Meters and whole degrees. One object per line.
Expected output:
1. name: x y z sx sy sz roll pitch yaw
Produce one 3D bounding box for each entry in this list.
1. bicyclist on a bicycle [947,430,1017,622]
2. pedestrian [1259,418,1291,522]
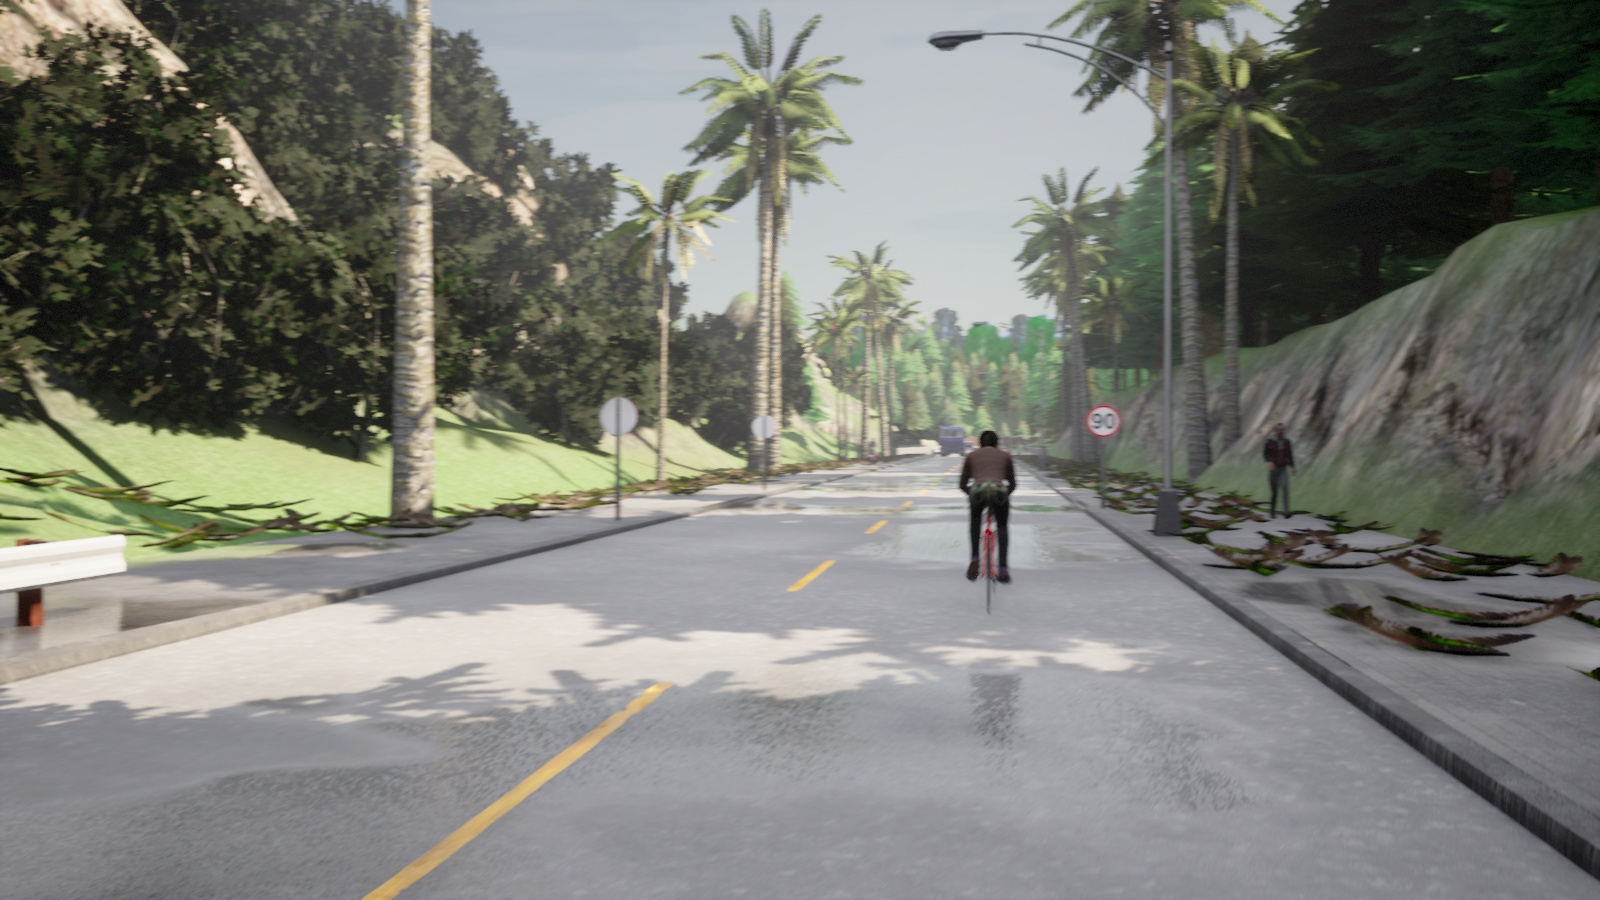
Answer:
1. bicyclist on a bicycle: 1.665 0.642 11.488 0.582 1.620 1.656 0 0 8
2. pedestrian: 8.655 0.357 22.899 0.376 1.854 0.720 0 0 8
